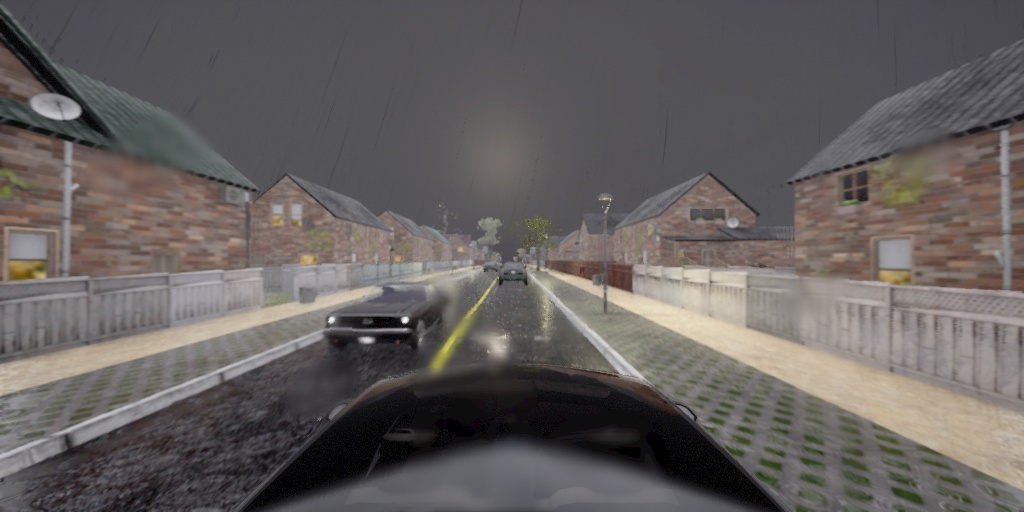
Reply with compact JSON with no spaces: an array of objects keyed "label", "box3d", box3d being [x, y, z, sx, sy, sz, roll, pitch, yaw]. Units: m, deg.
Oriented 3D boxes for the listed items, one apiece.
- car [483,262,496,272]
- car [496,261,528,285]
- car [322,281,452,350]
[{"label":"car","box3d":[-2.851,1.460,48.709,2.033,1.411,5.357,0,0,0]},{"label":"car","box3d":[0.091,1.145,27.016,2.097,1.767,4.553,0,0,0]},{"label":"car","box3d":[-2.844,1.353,9.267,1.895,1.301,4.718,0,0,0]}]
